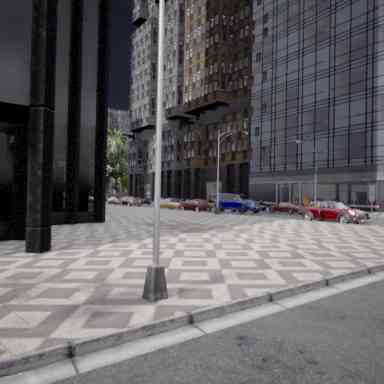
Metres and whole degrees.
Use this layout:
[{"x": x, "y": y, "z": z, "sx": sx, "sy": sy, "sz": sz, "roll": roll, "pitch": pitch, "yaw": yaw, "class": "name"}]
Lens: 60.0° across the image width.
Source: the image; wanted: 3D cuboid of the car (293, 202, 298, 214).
[{"x": 11.056, "y": 1.548, "z": 26.245, "sx": 2.033, "sy": 1.411, "sz": 5.357, "roll": 2, "pitch": -1, "yaw": -33, "class": "car"}]

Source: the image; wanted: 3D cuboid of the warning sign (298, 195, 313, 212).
[{"x": 12.858, "y": 1.335, "z": 37.751, "sx": 1.300, "sy": 1.860, "sz": 1.060, "roll": 2, "pitch": -1, "yaw": -35, "class": "warning sign"}]

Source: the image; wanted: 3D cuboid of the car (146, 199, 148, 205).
[{"x": -9.298, "y": 1.701, "z": 60.112, "sx": 1.895, "sy": 1.301, "sz": 4.718, "roll": 2, "pitch": -1, "yaw": -35, "class": "car"}]

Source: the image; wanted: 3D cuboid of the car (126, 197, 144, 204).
[{"x": -11.777, "y": 1.738, "z": 68.355, "sx": 1.947, "sy": 1.339, "sz": 4.313, "roll": 2, "pitch": -1, "yaw": -35, "class": "car"}]

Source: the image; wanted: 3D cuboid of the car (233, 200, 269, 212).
[{"x": 7.318, "y": 1.728, "z": 41.537, "sx": 1.947, "sy": 1.339, "sz": 4.313, "roll": 2, "pitch": -1, "yaw": -35, "class": "car"}]

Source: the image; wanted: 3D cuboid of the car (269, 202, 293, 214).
[{"x": 10.500, "y": 1.741, "z": 37.067, "sx": 1.802, "sy": 1.307, "sz": 4.206, "roll": 2, "pitch": -1, "yaw": -35, "class": "car"}]

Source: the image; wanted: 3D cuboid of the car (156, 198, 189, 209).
[{"x": -2.752, "y": 1.562, "z": 45.611, "sx": 2.033, "sy": 1.411, "sz": 5.357, "roll": 2, "pitch": -1, "yaw": -35, "class": "car"}]

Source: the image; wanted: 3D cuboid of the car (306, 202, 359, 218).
[{"x": 13.683, "y": 1.722, "z": 32.598, "sx": 1.947, "sy": 1.339, "sz": 4.313, "roll": 2, "pitch": -1, "yaw": -35, "class": "car"}]

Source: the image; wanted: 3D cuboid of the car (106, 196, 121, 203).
[{"x": -18.239, "y": 1.697, "z": 77.433, "sx": 1.752, "sy": 1.417, "sz": 4.829, "roll": 2, "pitch": -1, "yaw": -35, "class": "car"}]

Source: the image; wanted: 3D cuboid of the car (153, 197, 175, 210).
[{"x": -2.710, "y": 1.467, "z": 40.930, "sx": 1.752, "sy": 1.417, "sz": 4.829, "roll": 2, "pitch": -1, "yaw": -35, "class": "car"}]

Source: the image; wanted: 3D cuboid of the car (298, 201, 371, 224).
[{"x": 9.907, "y": 1.369, "z": 23.215, "sx": 1.967, "sy": 1.590, "sz": 4.097, "roll": 2, "pitch": -1, "yaw": -36, "class": "car"}]

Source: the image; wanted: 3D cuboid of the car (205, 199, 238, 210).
[{"x": 4.038, "y": 1.691, "z": 46.146, "sx": 1.752, "sy": 1.417, "sz": 4.829, "roll": 2, "pitch": -1, "yaw": -35, "class": "car"}]

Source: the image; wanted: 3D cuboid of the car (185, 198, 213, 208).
[{"x": 0.954, "y": 1.720, "z": 50.476, "sx": 2.008, "sy": 1.369, "sz": 4.403, "roll": 2, "pitch": -1, "yaw": -35, "class": "car"}]

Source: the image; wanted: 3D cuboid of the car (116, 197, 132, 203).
[{"x": -14.959, "y": 1.737, "z": 72.825, "sx": 1.947, "sy": 1.339, "sz": 4.313, "roll": 2, "pitch": -1, "yaw": -35, "class": "car"}]

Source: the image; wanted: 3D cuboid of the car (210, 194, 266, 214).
[{"x": 4.805, "y": 1.229, "z": 34.984, "sx": 2.150, "sy": 2.045, "sz": 5.566, "roll": 2, "pitch": -1, "yaw": -35, "class": "car"}]

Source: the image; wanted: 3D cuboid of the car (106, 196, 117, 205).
[{"x": -12.359, "y": 1.530, "z": 54.479, "sx": 1.802, "sy": 1.307, "sz": 4.206, "roll": 2, "pitch": -1, "yaw": -35, "class": "car"}]

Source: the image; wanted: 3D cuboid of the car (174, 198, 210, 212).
[{"x": 0.374, "y": 1.483, "z": 36.598, "sx": 1.887, "sy": 1.381, "sz": 4.507, "roll": 2, "pitch": -1, "yaw": -35, "class": "car"}]

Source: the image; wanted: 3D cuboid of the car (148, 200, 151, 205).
[{"x": -5.411, "y": 1.723, "z": 59.416, "sx": 2.008, "sy": 1.369, "sz": 4.403, "roll": 2, "pitch": -1, "yaw": -35, "class": "car"}]

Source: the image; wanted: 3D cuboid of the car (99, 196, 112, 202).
[{"x": -21.324, "y": 1.753, "z": 81.763, "sx": 1.802, "sy": 1.307, "sz": 4.206, "roll": 2, "pitch": -1, "yaw": -35, "class": "car"}]

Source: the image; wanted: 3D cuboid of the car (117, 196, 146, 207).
[{"x": -9.173, "y": 1.387, "z": 50.011, "sx": 1.967, "sy": 1.590, "sz": 4.097, "roll": 2, "pitch": -1, "yaw": -35, "class": "car"}]

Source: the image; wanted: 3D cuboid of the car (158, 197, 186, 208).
[{"x": -3.211, "y": 1.590, "z": 51.639, "sx": 2.128, "sy": 1.511, "sz": 4.902, "roll": 2, "pitch": -1, "yaw": -35, "class": "car"}]
